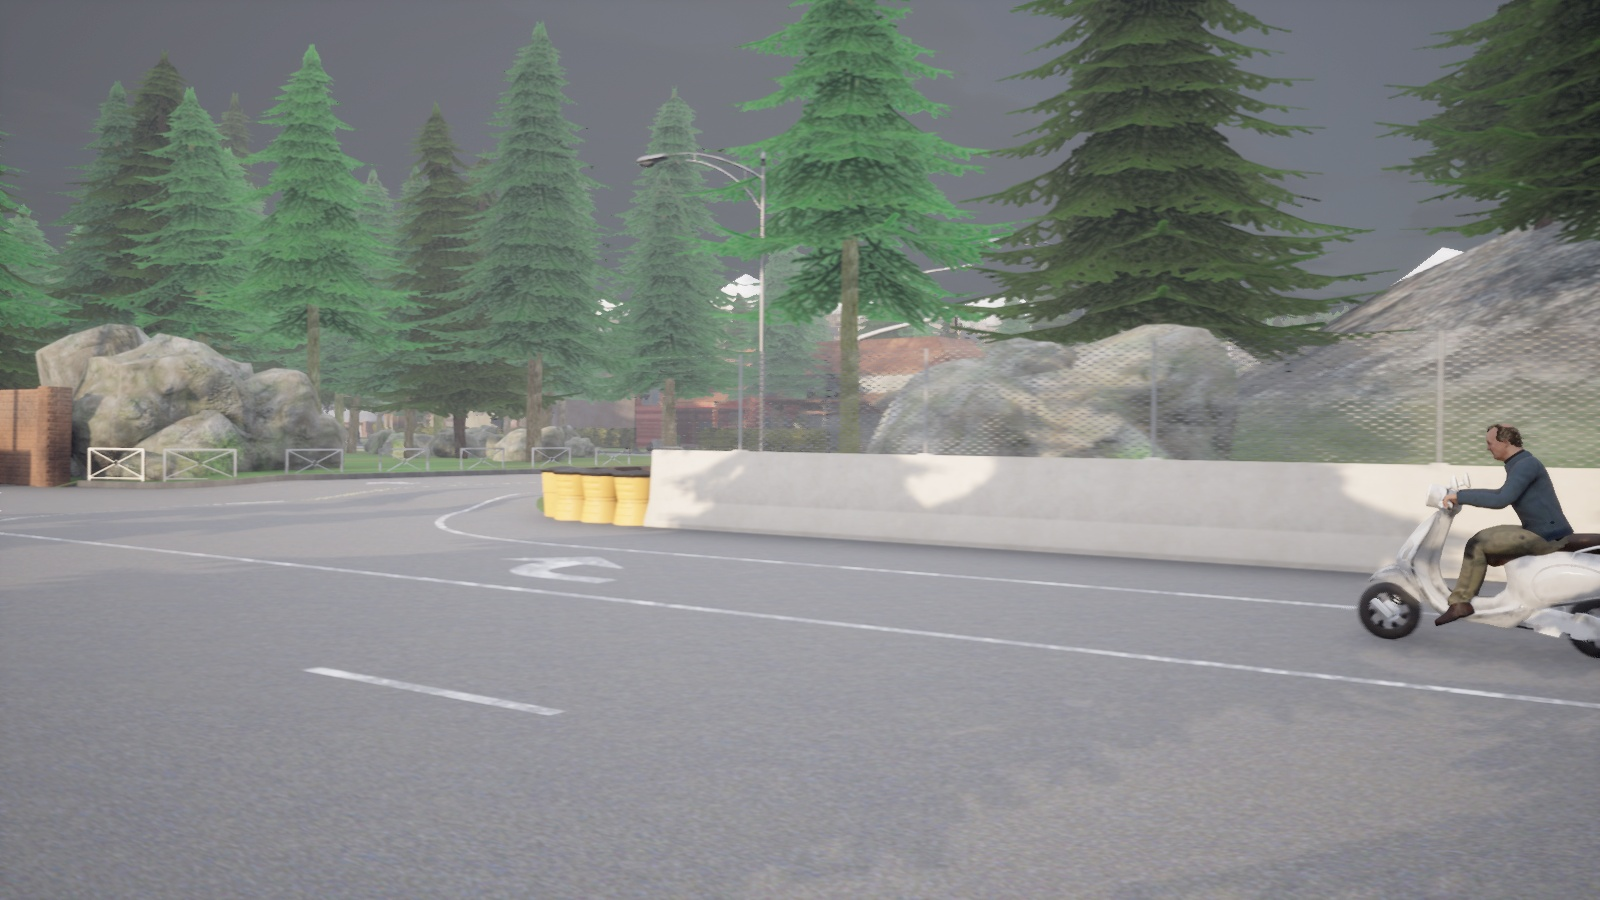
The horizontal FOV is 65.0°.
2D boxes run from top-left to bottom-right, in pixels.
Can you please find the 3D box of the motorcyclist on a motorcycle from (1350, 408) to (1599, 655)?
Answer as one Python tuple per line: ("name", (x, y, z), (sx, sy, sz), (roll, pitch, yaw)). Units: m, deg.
("motorcyclist on a motorcycle", (4.899, 0.521, 8.771), (1.817, 1.590, 0.866), (0, 1, 34))
